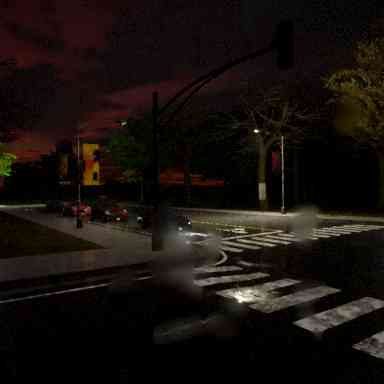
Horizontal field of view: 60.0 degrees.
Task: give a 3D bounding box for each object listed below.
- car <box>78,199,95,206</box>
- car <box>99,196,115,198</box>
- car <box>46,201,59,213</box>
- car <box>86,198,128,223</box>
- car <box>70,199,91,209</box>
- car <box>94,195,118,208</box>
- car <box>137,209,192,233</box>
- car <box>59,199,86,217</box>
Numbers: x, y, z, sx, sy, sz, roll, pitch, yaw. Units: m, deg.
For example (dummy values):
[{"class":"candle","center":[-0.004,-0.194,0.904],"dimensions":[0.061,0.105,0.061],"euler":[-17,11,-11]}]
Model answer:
[{"class":"car","center":[-21.175,2.098,66.666],"dimensions":[1.994,1.385,4.181],"euler":[-1,0,-35]},{"class":"car","center":[-13.810,1.781,50.379],"dimensions":[2.097,1.767,4.553],"euler":[-1,0,-35]},{"class":"car","center":[-18.865,2.034,46.126],"dimensions":[1.882,1.535,5.008],"euler":[-1,0,-35]},{"class":"car","center":[-7.493,1.716,29.806],"dimensions":[2.097,1.767,4.553],"euler":[-1,0,-35]},{"class":"car","center":[-19.674,2.077,58.688],"dimensions":[2.033,1.411,5.357],"euler":[-1,0,-35]},{"class":"car","center":[-15.055,1.651,57.922],"dimensions":[2.150,2.045,5.566],"euler":[-1,0,-35]},{"class":"car","center":[-1.993,1.819,22.056],"dimensions":[2.033,1.411,5.357],"euler":[-1,0,-29]},{"class":"car","center":[-13.105,1.811,37.824],"dimensions":[2.097,1.767,4.553],"euler":[-1,0,-35]}]
